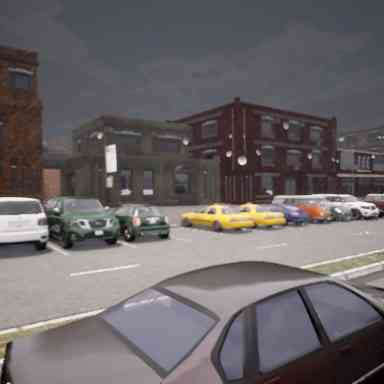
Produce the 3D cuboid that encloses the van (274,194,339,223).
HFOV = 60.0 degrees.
[{"bbox_3d":[8.208,1.260,24.840,1.878,1.987,4.442,0,0,-36],"label":"van"}]

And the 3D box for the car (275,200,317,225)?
[{"bbox_3d":[5.908,1.530,23.313,2.002,1.452,4.674,0,0,-36],"label":"car"}]

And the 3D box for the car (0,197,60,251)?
[{"bbox_3d":[-7.505,1.239,13.623,2.435,2.045,5.566,0,0,-36],"label":"car"}]

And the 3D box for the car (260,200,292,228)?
[{"bbox_3d":[3.566,1.490,21.847,1.946,1.575,5.366,0,0,-36],"label":"car"}]

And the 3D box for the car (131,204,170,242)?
[{"bbox_3d":[-3.006,1.368,16.813,2.185,1.767,4.553,0,0,-36],"label":"car"}]

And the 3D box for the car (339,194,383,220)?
[{"bbox_3d":[12.622,1.220,28.151,2.435,2.045,5.566,0,0,-36],"label":"car"}]

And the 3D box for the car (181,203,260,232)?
[{"bbox_3d":[1.332,1.491,20.227,1.946,1.575,5.366,0,0,-36],"label":"car"}]

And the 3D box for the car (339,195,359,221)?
[{"bbox_3d":[10.354,1.354,26.579,2.185,1.767,4.553,0,0,-36],"label":"car"}]

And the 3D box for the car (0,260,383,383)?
[{"bbox_3d":[0.820,1.550,3.733,5.357,1.411,2.033,0,0,-36],"label":"car"}]

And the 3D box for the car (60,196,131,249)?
[{"bbox_3d":[-5.240,1.240,15.196,2.435,2.045,5.566,0,0,-36],"label":"car"}]
